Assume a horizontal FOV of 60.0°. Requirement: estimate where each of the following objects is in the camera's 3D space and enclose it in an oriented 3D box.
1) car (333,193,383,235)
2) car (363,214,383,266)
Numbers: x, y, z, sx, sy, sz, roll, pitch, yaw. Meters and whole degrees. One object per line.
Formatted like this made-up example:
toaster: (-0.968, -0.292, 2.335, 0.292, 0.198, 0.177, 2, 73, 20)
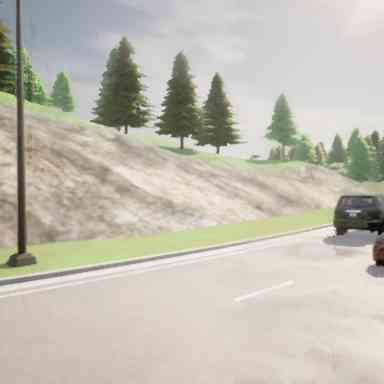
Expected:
car: (9.038, 1.070, 16.763, 2.150, 2.045, 5.566, 0, 1, 44)
car: (7.126, 1.450, 10.079, 4.181, 1.385, 1.994, -1, 0, -43)
